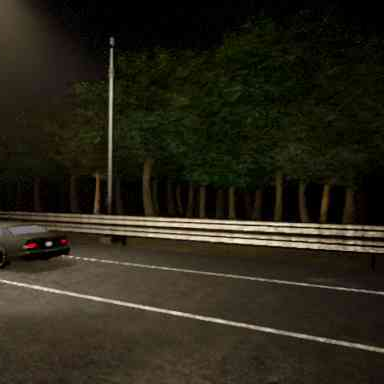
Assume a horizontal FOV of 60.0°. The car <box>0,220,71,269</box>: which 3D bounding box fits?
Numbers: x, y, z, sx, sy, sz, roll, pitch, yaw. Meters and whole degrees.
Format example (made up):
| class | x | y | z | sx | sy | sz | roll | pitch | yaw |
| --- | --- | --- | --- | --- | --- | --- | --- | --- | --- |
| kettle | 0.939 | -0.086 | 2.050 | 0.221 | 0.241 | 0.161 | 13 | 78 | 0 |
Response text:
| class | x | y | z | sx | sy | sz | roll | pitch | yaw |
| --- | --- | --- | --- | --- | --- | --- | --- | --- | --- |
| car | -6.759 | 1.717 | 11.785 | 5.357 | 1.411 | 2.033 | 0 | -1 | 28 |
